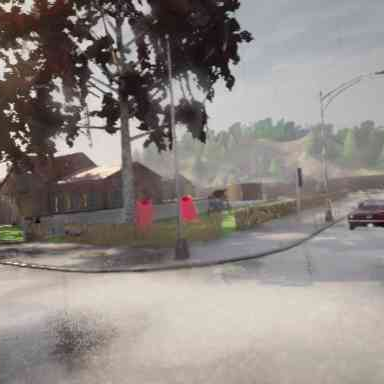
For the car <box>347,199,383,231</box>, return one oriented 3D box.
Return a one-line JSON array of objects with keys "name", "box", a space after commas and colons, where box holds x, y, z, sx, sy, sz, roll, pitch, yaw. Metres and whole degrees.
[{"name": "car", "box": [8.849, 1.048, 16.132, 1.895, 1.301, 4.718, -4, 0, 34]}]
